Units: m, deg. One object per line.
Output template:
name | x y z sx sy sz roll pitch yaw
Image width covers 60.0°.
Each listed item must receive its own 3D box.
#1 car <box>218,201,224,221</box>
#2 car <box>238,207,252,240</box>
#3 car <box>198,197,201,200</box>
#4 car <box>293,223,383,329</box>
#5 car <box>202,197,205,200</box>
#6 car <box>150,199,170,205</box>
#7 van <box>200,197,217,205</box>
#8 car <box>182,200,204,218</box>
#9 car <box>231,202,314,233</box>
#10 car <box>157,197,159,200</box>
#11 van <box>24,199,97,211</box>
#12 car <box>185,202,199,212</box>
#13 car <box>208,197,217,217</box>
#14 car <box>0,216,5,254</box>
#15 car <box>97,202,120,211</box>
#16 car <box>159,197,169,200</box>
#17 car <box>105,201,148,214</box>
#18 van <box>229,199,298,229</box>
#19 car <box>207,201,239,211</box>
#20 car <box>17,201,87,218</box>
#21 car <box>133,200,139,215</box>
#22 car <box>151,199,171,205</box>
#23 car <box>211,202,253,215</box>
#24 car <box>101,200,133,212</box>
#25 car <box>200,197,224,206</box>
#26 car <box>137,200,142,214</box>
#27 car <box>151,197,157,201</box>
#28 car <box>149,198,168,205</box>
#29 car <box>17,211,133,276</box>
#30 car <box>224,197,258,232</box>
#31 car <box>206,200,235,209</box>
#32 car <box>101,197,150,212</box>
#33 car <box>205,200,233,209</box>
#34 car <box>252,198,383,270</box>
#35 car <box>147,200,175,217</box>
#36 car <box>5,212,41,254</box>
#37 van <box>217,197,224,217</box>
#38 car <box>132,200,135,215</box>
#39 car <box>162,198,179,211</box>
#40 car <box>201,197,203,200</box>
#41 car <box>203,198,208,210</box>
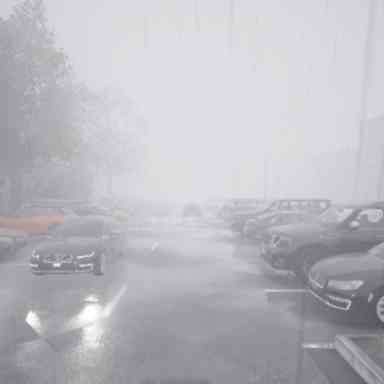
car | 4.767 1.719 25.943 4.892 1.521 2.231 0 -1 0
car | 4.755 1.584 14.729 4.892 1.521 2.231 0 -1 0
car | 4.747 2.214 76.397 5.566 2.045 2.435 0 -1 0
car | 4.759 1.514 6.325 4.892 1.521 2.231 0 0 0
car | 4.736 2.243 62.378 5.008 1.535 2.097 0 -1 0
car | -8.342 2.666 87.112 4.792 1.488 2.163 0 -1 0
van | 4.587 2.507 93.214 4.442 1.987 1.878 0 -1 0
car | 0.019 1.841 33.633 1.837 1.490 4.892 0 0 0
car | 4.794 1.521 20.337 4.553 1.767 2.185 0 -1 0
car | -8.311 1.808 50.794 5.566 2.045 2.435 0 -1 0
van | -8.433 1.420 20.282 4.442 1.987 1.878 0 -1 0
car | 0.042 2.126 47.344 1.895 1.301 4.718 0 -1 1
car | 4.727 1.573 34.355 5.566 2.045 2.435 0 -1 0
car | -8.328 1.532 9.144 5.008 1.535 2.097 0 0 0
car | -8.316 1.756 25.850 4.674 1.452 2.002 0 -1 0
car | -8.367 2.461 76.010 4.892 1.521 2.231 0 -1 0
car | -8.326 1.934 42.561 5.008 1.535 2.097 0 -1 0
van | 4.878 1.457 23.142 4.442 1.987 1.878 0 -1 0
car | 4.711 2.095 51.166 4.792 1.488 2.163 0 -1 0
car | -8.286 1.488 17.500 4.553 1.767 2.185 0 -1 0
car | -8.295 1.852 34.206 4.792 1.488 2.163 0 -1 0
car | -8.562 2.721 92.663 5.366 1.575 1.946 0 -1 0
car | 4.779 1.927 39.956 4.792 1.488 2.163 0 -1 0
car | -8.134 1.749 28.636 5.366 1.575 1.946 0 -1 0
car | 4.744 2.259 79.200 5.566 2.045 2.435 0 -1 0
car | -8.356 1.887 36.991 4.792 1.488 2.163 0 -1 0
car | -8.308 1.766 48.132 5.566 2.045 2.435 0 -1 0
car | -8.399 2.466 84.338 4.553 1.767 2.185 0 -1 0
car | -3.338 1.570 10.656 1.837 1.490 4.892 0 -1 0
car | 4.734 1.364 17.537 5.566 2.045 2.435 0 -1 0
car | 4.765 2.184 56.772 4.792 1.488 2.163 0 -1 0
car | -8.301 1.643 39.778 5.566 2.045 2.435 0 -1 0
car | 4.762 2.228 59.575 4.792 1.488 2.163 0 -1 0
car | 4.728 1.282 9.128 5.566 2.045 2.435 0 -1 0
car | -3.247 1.916 36.219 2.033 1.411 5.357 0 -1 0
car | -8.323 1.596 11.930 4.674 1.452 2.002 0 -1 0
van | 4.643 1.528 28.748 4.442 1.987 1.878 0 -1 0
car | -8.316 1.787 31.422 5.008 1.535 2.097 0 -1 0
car | -3.254 2.112 51.007 1.812 1.442 4.674 0 -1 0
car | 4.694 2.207 67.986 4.553 1.767 2.185 0 -1 0
car | 4.557 2.018 48.364 5.366 1.575 1.946 0 -1 0
